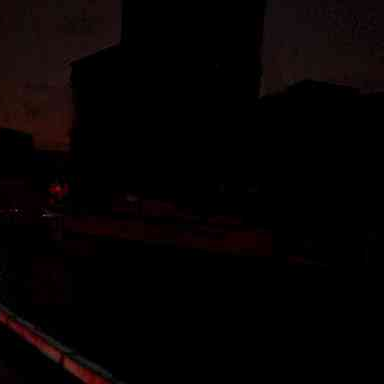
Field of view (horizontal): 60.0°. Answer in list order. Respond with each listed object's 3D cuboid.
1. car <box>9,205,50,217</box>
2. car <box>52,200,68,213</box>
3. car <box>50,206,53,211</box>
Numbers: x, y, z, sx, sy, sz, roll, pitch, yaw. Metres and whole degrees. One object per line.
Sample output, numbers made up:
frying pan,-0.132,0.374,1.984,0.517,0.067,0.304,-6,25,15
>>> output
car,-19.777,2.265,40.113,2.033,1.411,5.357,4,-2,3
car,-18.322,2.336,51.419,2.150,2.045,5.566,4,-1,18
car,-21.213,2.522,53.146,1.895,1.301,4.718,4,-1,15
